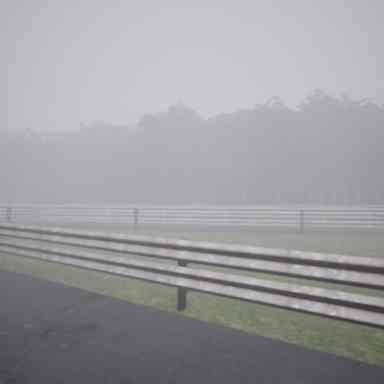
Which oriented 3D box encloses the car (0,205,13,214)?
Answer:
[{"bbox_3d":[-19.602,1.805,31.652,5.366,1.575,1.801,0,0,20],"label":"car"}]
